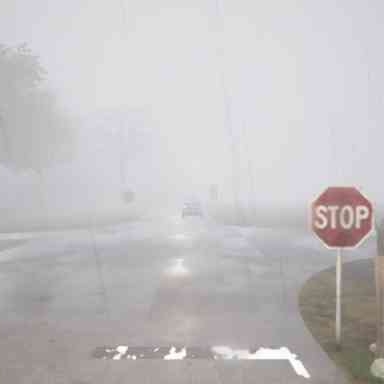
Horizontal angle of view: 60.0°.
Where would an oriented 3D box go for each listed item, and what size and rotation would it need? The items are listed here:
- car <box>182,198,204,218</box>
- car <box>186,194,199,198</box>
[{"bbox_3d":[0.060,1.548,29.884,2.033,1.411,5.357,0,0,0],"label":"car"},{"bbox_3d":[0.021,1.311,60.671,2.150,2.045,5.566,0,0,0],"label":"car"}]
